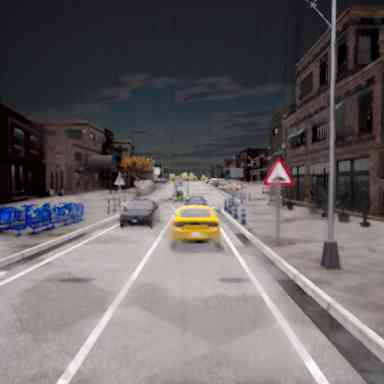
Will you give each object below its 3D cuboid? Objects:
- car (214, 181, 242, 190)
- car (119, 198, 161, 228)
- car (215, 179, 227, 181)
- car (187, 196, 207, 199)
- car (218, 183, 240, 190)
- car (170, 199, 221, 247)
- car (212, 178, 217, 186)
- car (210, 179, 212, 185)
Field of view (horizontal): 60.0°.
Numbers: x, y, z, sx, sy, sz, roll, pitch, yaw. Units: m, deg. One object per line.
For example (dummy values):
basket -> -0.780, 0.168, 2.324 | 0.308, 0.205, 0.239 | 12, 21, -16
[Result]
car -> 8.239, -1.107, 73.426 | 5.366, 1.575, 1.946 | 0, 4, 0
car -> -2.998, 1.152, 19.920 | 1.882, 1.535, 5.008 | 1, 2, 0
car -> 8.346, -1.565, 78.923 | 4.553, 1.767, 2.185 | 0, 3, 0
car -> 0.420, 1.033, 29.721 | 1.994, 1.385, 4.181 | 0, 2, 3
car -> 8.405, -1.234, 76.182 | 4.674, 1.452, 2.002 | 0, 3, 0
car -> 0.141, 1.295, 14.190 | 1.882, 1.535, 5.008 | 0, 1, 0
car -> 8.383, -1.853, 81.666 | 5.566, 2.045, 2.435 | 0, 3, 0
car -> 8.266, -2.214, 92.688 | 4.892, 1.521, 2.231 | 0, 3, 0
